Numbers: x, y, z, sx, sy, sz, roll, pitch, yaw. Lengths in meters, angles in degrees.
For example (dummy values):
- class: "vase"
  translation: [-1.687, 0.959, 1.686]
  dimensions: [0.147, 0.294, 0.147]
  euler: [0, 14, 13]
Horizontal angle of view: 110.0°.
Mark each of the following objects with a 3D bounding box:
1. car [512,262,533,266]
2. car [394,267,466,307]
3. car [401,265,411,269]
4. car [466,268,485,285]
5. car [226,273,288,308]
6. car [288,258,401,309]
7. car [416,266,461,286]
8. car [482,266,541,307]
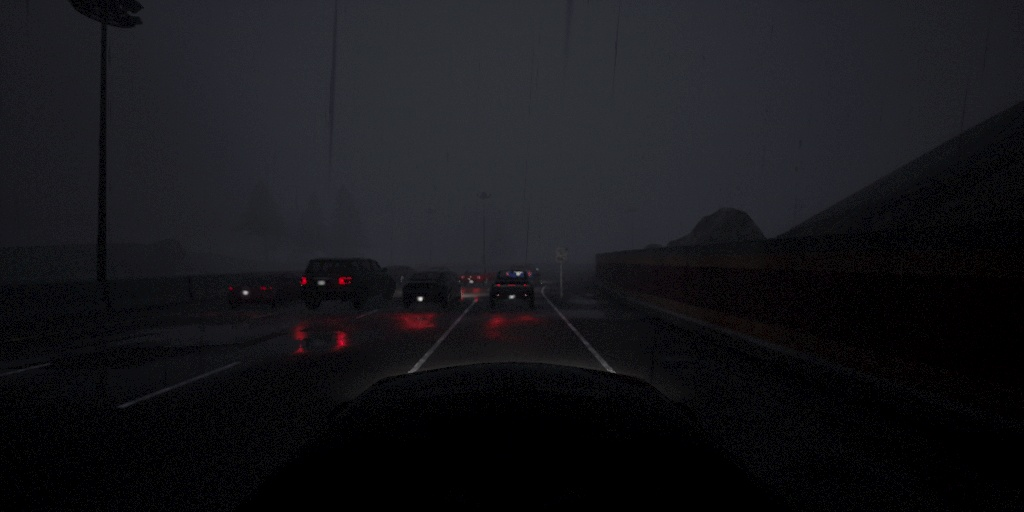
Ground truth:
- class: "car"
  translation: [0.929, 1.338, 27.497]
  dimensions: [2.097, 1.767, 4.553]
  euler: [0, -1, 13]
- class: "car"
  translation: [-3.484, 1.391, 16.159]
  dimensions: [1.837, 1.490, 4.892]
  euler: [0, 0, 1]
- class: "car"
  translation: [-9.278, 1.518, 29.930]
  dimensions: [1.837, 1.490, 4.892]
  euler: [0, 0, 13]
- class: "car"
  translation: [-2.491, 1.596, 28.261]
  dimensions: [1.895, 1.301, 4.718]
  euler: [0, -1, 13]
- class: "car"
  translation: [-10.483, 1.447, 16.151]
  dimensions: [1.994, 1.385, 4.181]
  euler: [0, 0, 1]
- class: "car"
  translation: [-6.996, 1.097, 15.858]
  dimensions: [2.150, 2.045, 5.566]
  euler: [0, 0, 0]
- class: "car"
  translation: [-5.858, 1.568, 29.178]
  dimensions: [1.994, 1.385, 4.181]
  euler: [0, -1, 13]
- class: "car"
  translation: [0.016, 1.376, 16.154]
  dimensions: [2.128, 1.511, 4.902]
  euler: [0, 0, 1]
